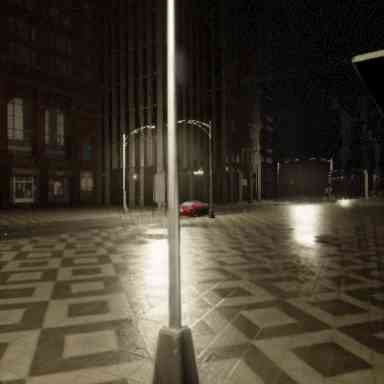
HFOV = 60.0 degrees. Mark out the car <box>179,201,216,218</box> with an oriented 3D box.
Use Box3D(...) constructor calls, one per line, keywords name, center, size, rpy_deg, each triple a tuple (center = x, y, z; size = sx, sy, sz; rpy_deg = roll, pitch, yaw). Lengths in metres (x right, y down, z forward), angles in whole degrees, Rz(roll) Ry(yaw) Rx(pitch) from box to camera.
Box3D(name="car", center=(0.341, 1.444, 28.362), size=(1.994, 1.385, 4.181), rpy_deg=(-1, 0, 36))
